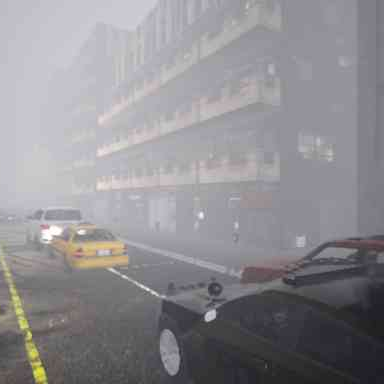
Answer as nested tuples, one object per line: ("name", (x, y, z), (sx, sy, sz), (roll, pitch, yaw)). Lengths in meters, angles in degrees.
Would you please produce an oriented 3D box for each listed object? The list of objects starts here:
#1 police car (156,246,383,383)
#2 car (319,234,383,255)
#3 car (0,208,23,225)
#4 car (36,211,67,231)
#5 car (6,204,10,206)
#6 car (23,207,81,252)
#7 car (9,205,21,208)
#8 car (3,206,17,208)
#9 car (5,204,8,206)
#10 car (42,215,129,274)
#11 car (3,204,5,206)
("police car", (1.270, 1.565, 3.485), (1.930, 1.638, 5.238), (2, -2, -31))
("car", (2.733, 1.507, 4.697), (2.192, 1.841, 5.009), (1, -2, -32))
("car", (-18.729, 2.589, 34.099), (1.994, 1.385, 4.181), (2, -2, -31))
("car", (-12.167, 2.415, 28.599), (1.752, 1.417, 4.829), (1, -2, -32))
("car", (-32.812, 3.411, 61.725), (2.008, 1.369, 4.403), (1, -2, -32))
("car", (-7.055, 1.760, 17.049), (2.150, 2.045, 5.566), (2, -2, -32))
("car", (-29.849, 3.286, 56.971), (1.947, 1.339, 4.313), (1, -2, -32))
("car", (-24.045, 2.838, 42.593), (1.994, 1.385, 4.181), (2, -2, -32))
("car", (-35.864, 3.529, 66.623), (1.752, 1.417, 4.829), (1, -2, -32))
("car", (-3.969, 1.846, 12.085), (1.801, 1.575, 5.366), (2, -2, -32))
("car", (-41.699, 3.719, 75.986), (1.967, 1.590, 4.097), (1, -2, -32))
